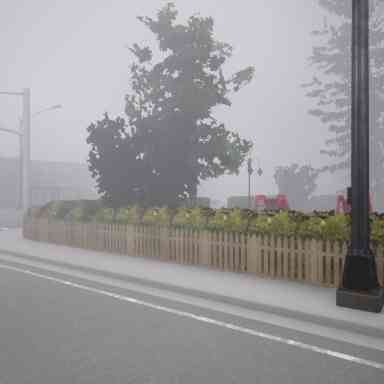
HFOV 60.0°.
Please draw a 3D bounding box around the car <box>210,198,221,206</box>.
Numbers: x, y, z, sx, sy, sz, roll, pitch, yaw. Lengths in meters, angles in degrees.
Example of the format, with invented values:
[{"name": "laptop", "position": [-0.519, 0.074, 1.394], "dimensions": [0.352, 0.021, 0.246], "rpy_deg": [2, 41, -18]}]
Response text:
[{"name": "car", "position": [2.742, 1.601, 53.898], "dimensions": [1.895, 1.301, 4.718], "rpy_deg": [0, 0, 35]}]
